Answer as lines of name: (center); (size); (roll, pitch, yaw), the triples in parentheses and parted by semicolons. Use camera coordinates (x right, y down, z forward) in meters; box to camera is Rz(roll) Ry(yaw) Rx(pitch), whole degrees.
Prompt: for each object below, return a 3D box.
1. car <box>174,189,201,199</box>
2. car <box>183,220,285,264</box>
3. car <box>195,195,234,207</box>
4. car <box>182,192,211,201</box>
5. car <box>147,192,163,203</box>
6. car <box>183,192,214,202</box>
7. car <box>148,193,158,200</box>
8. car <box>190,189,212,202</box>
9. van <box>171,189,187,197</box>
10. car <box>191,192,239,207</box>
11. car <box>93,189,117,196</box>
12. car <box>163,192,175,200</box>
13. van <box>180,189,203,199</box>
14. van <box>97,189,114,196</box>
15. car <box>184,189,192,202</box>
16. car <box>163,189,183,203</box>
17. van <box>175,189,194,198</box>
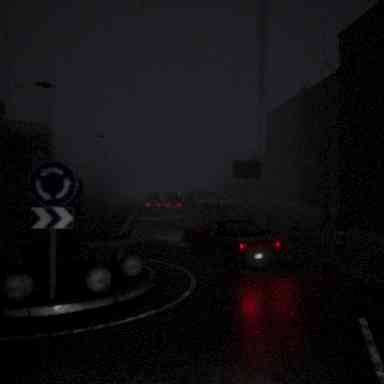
car: (-1.006, 0.391, 73.019); (5.566, 2.045, 2.435); (0, 0, -7)
car: (1.249, 1.689, 12.344); (1.895, 1.301, 4.718); (1, 0, -21)
car: (2.820, 1.129, 42.950); (4.674, 1.452, 2.002); (0, 1, -7)
car: (0.754, 0.793, 59.352); (4.892, 1.521, 2.231); (0, 1, -7)
car: (-6.034, 0.705, 52.497); (2.097, 1.767, 4.553); (0, 1, -7)
car: (1.098, 0.833, 56.617); (4.892, 1.521, 2.231); (0, 1, -7)
car: (-7.333, 0.809, 62.345); (1.895, 1.301, 4.718); (0, 1, -7)
car: (2.442, 0.904, 45.675); (4.553, 1.767, 2.185); (0, 1, -7)
van: (-3.626, 0.283, 94.919); (4.442, 1.987, 1.878); (0, 0, -7)
car: (2.978, 1.147, 40.190); (5.366, 1.575, 1.946); (0, 1, -7)
car: (-23.828, 0.139, 89.471); (5.566, 2.045, 2.435); (0, 0, -7)
car: (-4.352, 0.734, 62.690); (1.837, 1.490, 4.892); (0, 1, -7)
van: (-0.157, 0.468, 67.445); (4.442, 1.987, 1.878); (0, 0, -7)
van: (-24.018, 0.145, 92.246); (4.442, 1.987, 1.878); (0, 0, -7)
car: (2.159, 0.724, 48.414); (5.566, 2.045, 2.435); (0, 1, -7)
car: (-3.031, 0.729, 52.642); (2.097, 1.767, 4.553); (0, 1, -7)
van: (-1.785, 0.382, 78.476); (4.442, 1.987, 1.878); (0, 0, -7)
